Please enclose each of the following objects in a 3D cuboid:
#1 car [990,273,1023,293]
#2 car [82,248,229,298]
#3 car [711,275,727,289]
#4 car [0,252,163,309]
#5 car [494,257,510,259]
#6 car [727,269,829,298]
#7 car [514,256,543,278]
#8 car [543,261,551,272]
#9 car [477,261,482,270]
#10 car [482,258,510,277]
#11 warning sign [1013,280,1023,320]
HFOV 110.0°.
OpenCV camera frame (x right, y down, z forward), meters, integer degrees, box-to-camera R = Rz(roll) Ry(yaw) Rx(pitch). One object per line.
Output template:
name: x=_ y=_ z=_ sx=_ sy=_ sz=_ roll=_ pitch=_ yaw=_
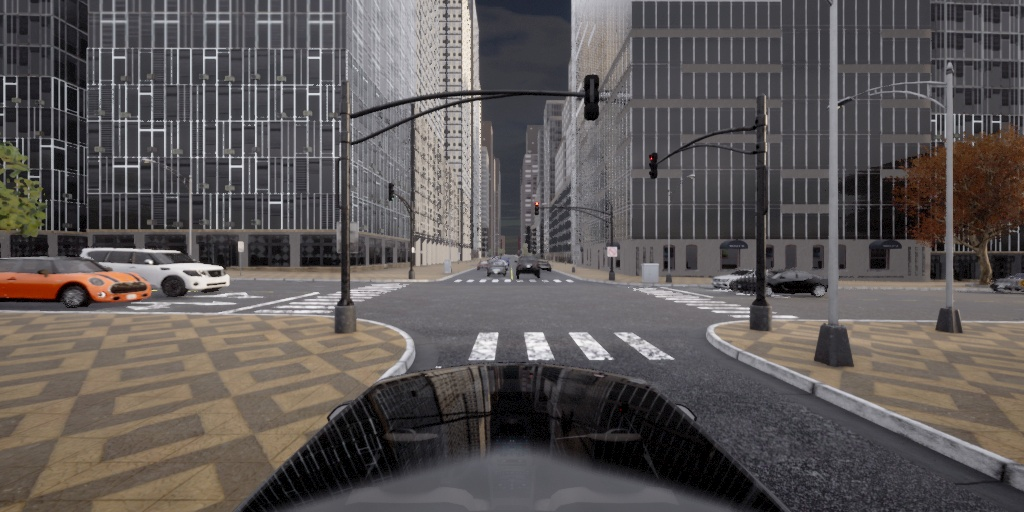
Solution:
car: x=36.636 y=1.922 z=25.130 sx=4.902 sy=1.511 sz=2.128 roll=1 pitch=0 yaw=-2
car: x=-16.016 y=0.699 z=16.027 sx=5.566 sy=2.045 sz=2.150 roll=1 pitch=0 yaw=-3
car: x=15.980 y=1.587 z=24.196 sx=4.674 sy=1.442 sz=1.812 roll=1 pitch=0 yaw=-3
car: x=-15.896 y=0.836 z=12.779 sx=4.553 sy=1.767 sz=2.097 roll=1 pitch=0 yaw=-3
car: x=-1.512 y=1.288 z=48.181 sx=1.812 sy=1.442 sz=4.674 roll=0 pitch=1 yaw=0
car: x=15.732 y=1.535 z=20.931 sx=5.008 sy=1.535 sz=1.882 roll=1 pitch=0 yaw=-3
car: x=1.443 y=0.989 z=34.208 sx=2.150 sy=2.045 sz=5.566 roll=0 pitch=0 yaw=0
car: x=3.957 y=1.328 z=45.354 sx=1.948 sy=1.339 sz=4.313 roll=0 pitch=0 yaw=0
car: x=-3.993 y=1.342 z=50.853 sx=1.802 sy=1.307 sz=4.207 roll=0 pitch=0 yaw=0
car: x=-1.471 y=1.258 z=35.777 sx=2.128 sy=1.511 sz=4.902 roll=0 pitch=0 yaw=0
warning sign: x=17.281 y=1.204 z=11.543 sx=1.060 sy=1.860 sz=1.300 roll=0 pitch=0 yaw=-3
